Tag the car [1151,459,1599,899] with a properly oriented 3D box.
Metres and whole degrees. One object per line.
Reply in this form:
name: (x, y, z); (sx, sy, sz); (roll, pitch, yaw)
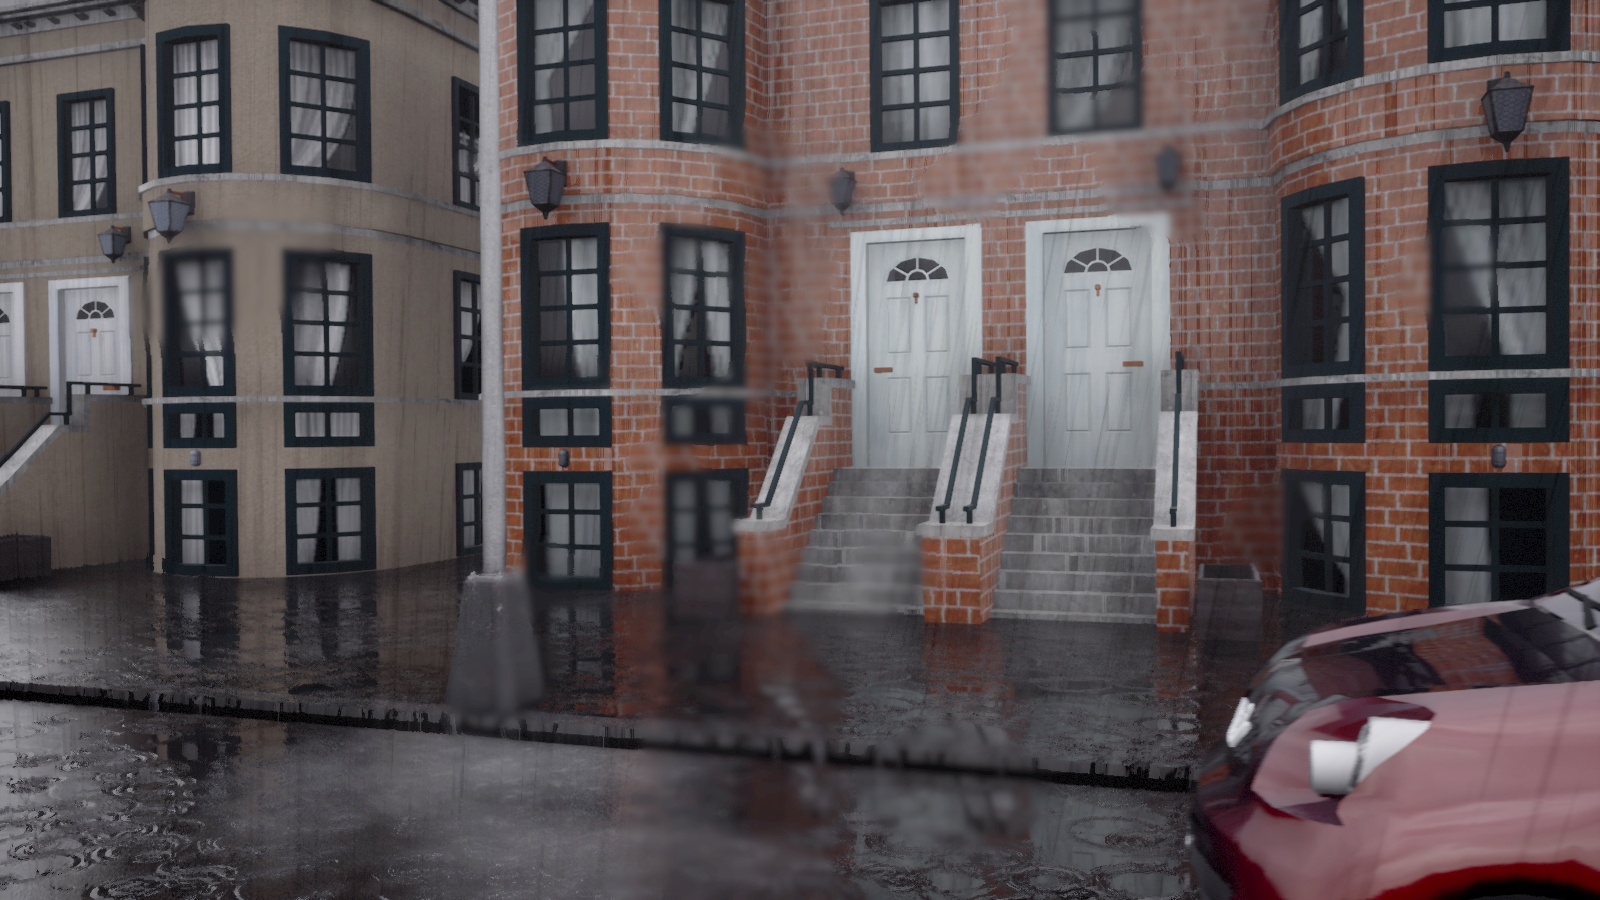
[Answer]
car: (2.718, 0.800, 2.807); (3.633, 1.501, 1.845); (0, 1, 19)
